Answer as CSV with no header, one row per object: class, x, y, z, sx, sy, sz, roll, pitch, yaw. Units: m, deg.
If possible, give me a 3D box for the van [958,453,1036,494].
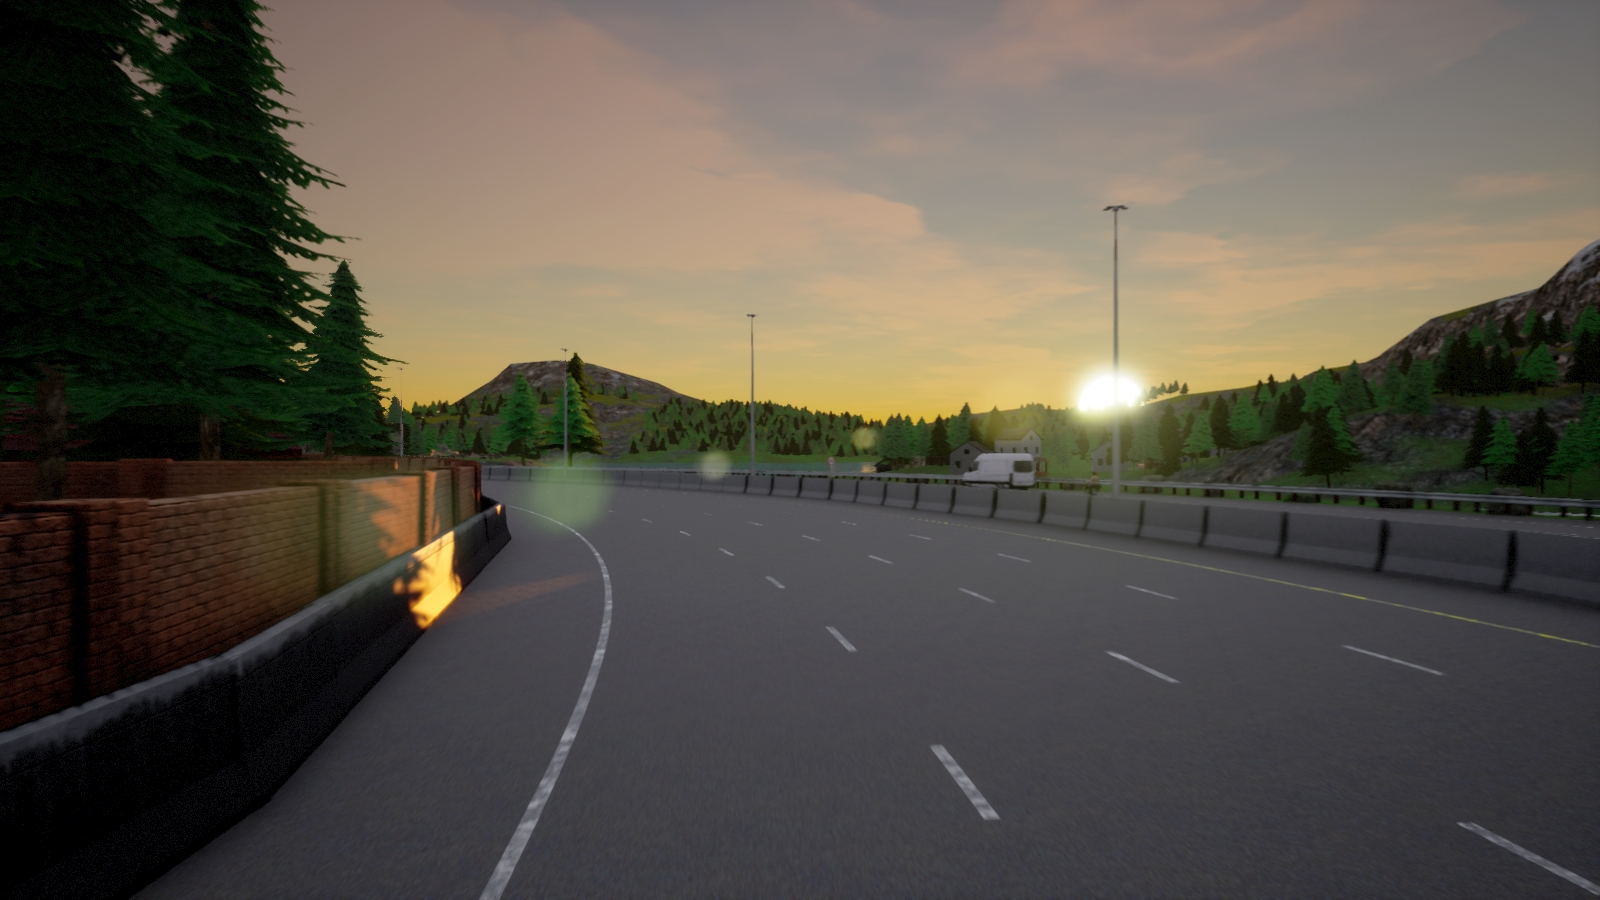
van,13.043,1.511,75.966,1.988,2.561,5.915,0,0,-27
